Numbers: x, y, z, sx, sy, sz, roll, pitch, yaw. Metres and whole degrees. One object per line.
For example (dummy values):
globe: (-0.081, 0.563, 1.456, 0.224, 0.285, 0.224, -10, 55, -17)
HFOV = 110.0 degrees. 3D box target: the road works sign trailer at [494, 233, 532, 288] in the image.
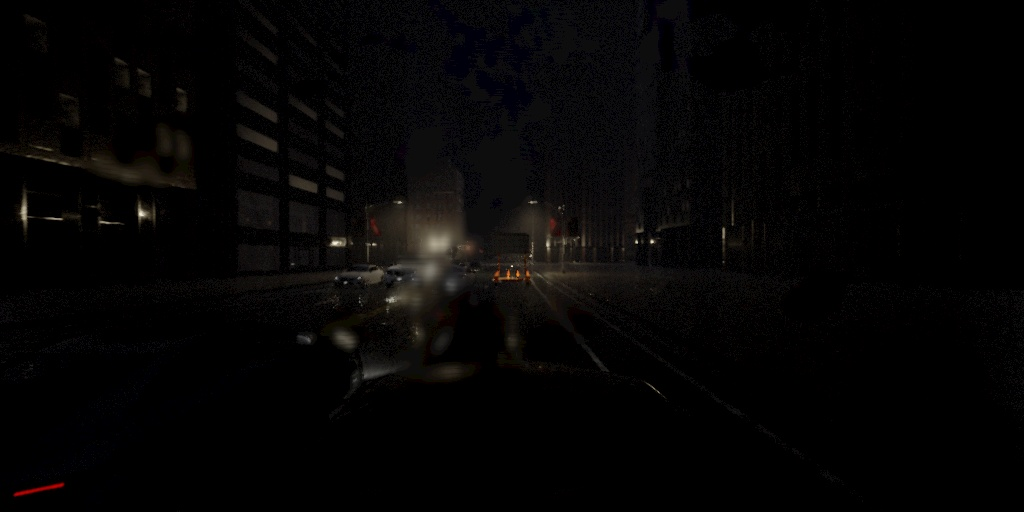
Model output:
road works sign trailer: (0.008, 0.232, 24.076, 2.380, 3.560, 2.880, 0, 0, 1)

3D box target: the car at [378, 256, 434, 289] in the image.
car: (-6.597, 0.988, 23.783, 2.150, 2.045, 5.566, 0, 0, 0)

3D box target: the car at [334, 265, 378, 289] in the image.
car: (-9.849, 1.292, 23.544, 1.812, 1.442, 4.674, 0, 0, 0)

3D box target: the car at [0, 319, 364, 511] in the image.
car: (-3.150, 1.314, 3.572, 1.994, 1.385, 4.181, 0, 0, 0)

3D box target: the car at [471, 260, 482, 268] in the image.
car: (-6.533, 1.461, 63.787, 1.994, 1.385, 4.181, 0, 0, 1)

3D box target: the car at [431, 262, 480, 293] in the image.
car: (-3.150, 1.289, 20.867, 1.812, 1.442, 4.674, 0, 0, 0)
